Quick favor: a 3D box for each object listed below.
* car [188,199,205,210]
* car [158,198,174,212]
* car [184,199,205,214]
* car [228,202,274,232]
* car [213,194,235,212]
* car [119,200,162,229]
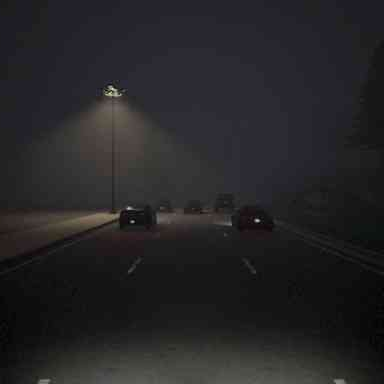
[{"bbox_3d":[0.627,1.601,44.471,1.895,1.301,4.718,0,0,6],"label":"car"},{"bbox_3d":[-3.233,1.504,39.292,1.837,1.490,4.892,0,0,2],"label":"car"},{"bbox_3d":[0.138,1.526,35.311,1.812,1.442,4.674,0,0,1],"label":"car"},{"bbox_3d":[3.600,1.564,20.308,1.994,1.385,4.181,0,0,0],"label":"car"},{"bbox_3d":[3.715,1.221,38.359,2.150,2.045,5.566,0,0,2],"label":"car"},{"bbox_3d":[-3.400,1.491,21.462,2.128,1.511,4.902,0,0,0],"label":"car"}]
